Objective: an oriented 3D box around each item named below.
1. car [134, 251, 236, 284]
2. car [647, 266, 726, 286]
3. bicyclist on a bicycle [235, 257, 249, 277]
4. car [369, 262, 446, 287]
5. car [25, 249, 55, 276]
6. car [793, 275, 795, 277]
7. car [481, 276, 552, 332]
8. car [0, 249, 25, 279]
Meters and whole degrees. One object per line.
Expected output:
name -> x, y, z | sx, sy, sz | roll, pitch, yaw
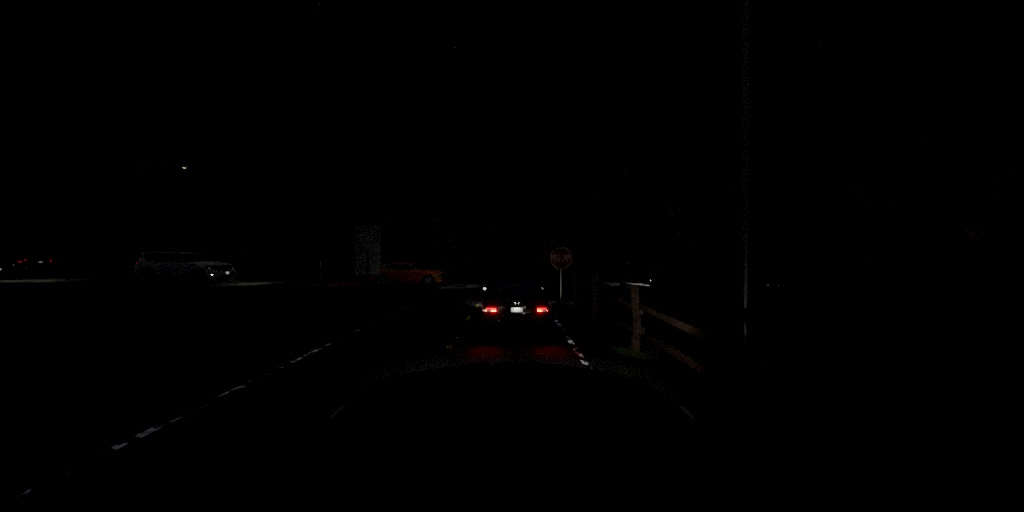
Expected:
car -> -21.685, 0.726, 23.867 | 5.566, 2.045, 2.150 | 1, 0, 0
car -> 12.920, 1.458, 26.509 | 5.357, 1.411, 2.033 | 1, 0, 0
bicyclist on a bicycle -> -22.504, 0.929, 29.853 | 0.582, 1.620, 1.656 | 1, 0, 1
car -> -6.918, 1.166, 23.734 | 5.008, 1.535, 1.882 | 0, 0, 1
car -> -38.104, 0.507, 26.963 | 5.566, 2.045, 2.150 | 1, 0, 0
car -> 23.298, 1.535, 26.414 | 4.892, 1.490, 1.837 | 1, 0, 0
car -> 0.060, 1.297, 10.844 | 2.033, 1.411, 5.357 | 0, 0, -1
car -> -36.984, 0.537, 24.011 | 5.566, 2.045, 2.150 | 0, 0, 1
